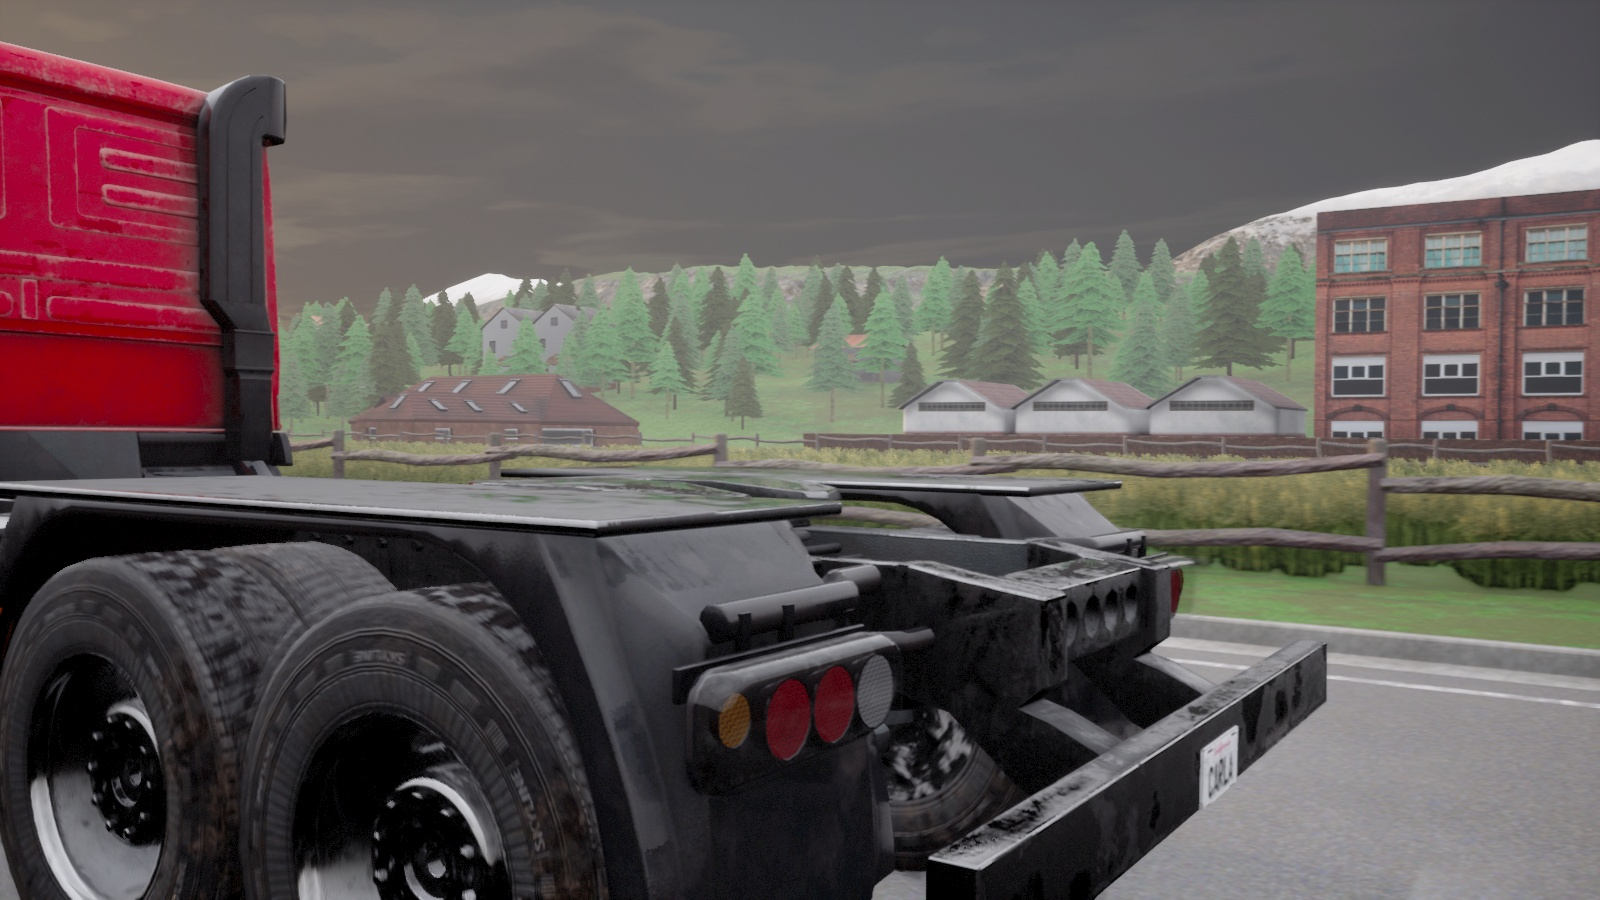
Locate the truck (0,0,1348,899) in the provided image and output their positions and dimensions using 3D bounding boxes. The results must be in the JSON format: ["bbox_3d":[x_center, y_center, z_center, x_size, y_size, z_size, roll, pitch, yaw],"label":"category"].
[{"bbox_3d":[-2.301,-0.300,5.133,7.936,3.462,2.891,0,1,34],"label":"truck"}]
